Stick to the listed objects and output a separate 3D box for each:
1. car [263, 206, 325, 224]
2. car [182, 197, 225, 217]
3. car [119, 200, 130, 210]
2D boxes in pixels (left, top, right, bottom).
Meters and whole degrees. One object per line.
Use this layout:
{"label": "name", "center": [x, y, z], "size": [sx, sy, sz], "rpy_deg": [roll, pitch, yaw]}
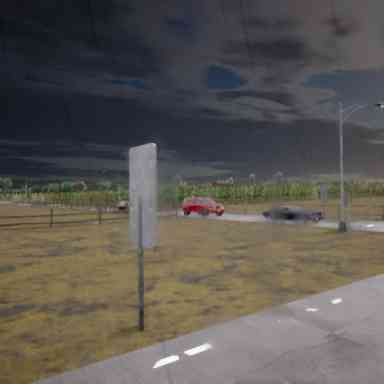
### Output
{"label": "car", "center": [7.996, 1.743, 26.468], "size": [1.895, 1.301, 4.718], "rpy_deg": [-1, -1, -36]}
{"label": "car", "center": [1.118, 1.590, 36.007], "size": [2.150, 2.045, 5.566], "rpy_deg": [-1, -1, -36]}
{"label": "car", "center": [-9.449, 2.074, 50.746], "size": [2.097, 1.767, 4.553], "rpy_deg": [-1, -1, -35]}
